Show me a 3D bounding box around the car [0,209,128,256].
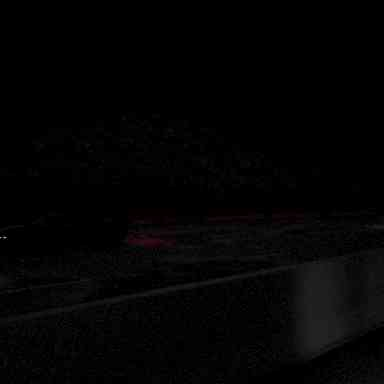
[{"bbox_3d":[-4.951,1.462,13.046,4.892,1.490,1.837,0,0,-33],"label":"car"}]
